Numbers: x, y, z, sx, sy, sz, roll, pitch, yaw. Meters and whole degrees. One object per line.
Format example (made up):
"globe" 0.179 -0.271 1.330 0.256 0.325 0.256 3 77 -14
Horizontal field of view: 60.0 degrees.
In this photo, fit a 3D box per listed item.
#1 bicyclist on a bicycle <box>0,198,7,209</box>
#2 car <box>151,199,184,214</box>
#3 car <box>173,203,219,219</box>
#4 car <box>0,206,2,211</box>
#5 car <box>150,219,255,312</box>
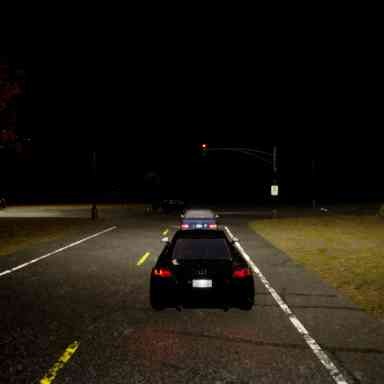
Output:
"bicyclist on a bicycle" -25.532 1.579 45.049 0.582 1.620 1.656 -1 0 5
"car" -1.893 1.511 35.425 4.902 1.511 2.128 -1 1 5
"car" 0.387 1.530 17.020 2.033 1.411 5.357 0 0 2
"car" -24.021 1.883 37.296 4.718 1.301 1.895 -1 1 5
"car" 0.198 1.558 7.792 1.994 1.385 4.181 0 0 1
